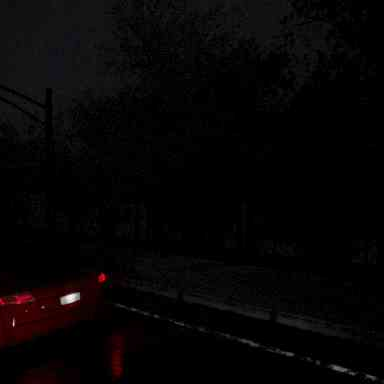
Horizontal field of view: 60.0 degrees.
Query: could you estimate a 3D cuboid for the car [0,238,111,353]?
[{"bbox_3d":[-3.453,1.564,6.142,4.181,1.385,1.994,0,0,35],"label":"car"}]
